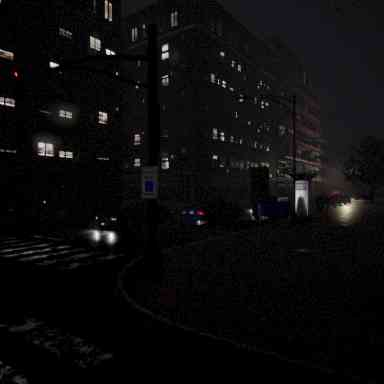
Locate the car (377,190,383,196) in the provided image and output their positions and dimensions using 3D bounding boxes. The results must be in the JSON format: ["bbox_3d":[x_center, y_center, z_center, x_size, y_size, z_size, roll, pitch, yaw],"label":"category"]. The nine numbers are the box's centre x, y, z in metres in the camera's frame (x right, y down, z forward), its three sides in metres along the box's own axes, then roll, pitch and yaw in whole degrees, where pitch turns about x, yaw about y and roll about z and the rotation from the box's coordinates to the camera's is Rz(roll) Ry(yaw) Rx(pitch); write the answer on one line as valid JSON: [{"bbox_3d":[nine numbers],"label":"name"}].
[{"bbox_3d":[45.135,0.315,78.889,1.802,1.307,4.206,1,1,36],"label":"car"}]

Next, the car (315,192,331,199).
[{"bbox_3d":[25.724,0.621,65.265,1.802,1.307,4.206,1,1,36],"label":"car"}]

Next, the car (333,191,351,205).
[{"bbox_3d":[18.861,0.923,42.091,1.947,1.339,4.313,1,1,36],"label":"car"}]

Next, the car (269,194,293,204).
[{"bbox_3d":[12.601,0.933,46.885,1.802,1.307,4.206,1,1,36],"label":"car"}]

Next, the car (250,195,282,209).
[{"bbox_3d":[8.217,1.066,36.519,1.994,1.385,4.181,0,1,35],"label":"car"}]

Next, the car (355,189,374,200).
[{"bbox_3d":[28.714,0.564,55.888,1.967,1.590,4.097,1,1,36],"label":"car"}]

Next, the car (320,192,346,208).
[{"bbox_3d":[15.576,0.979,37.490,1.887,1.381,4.507,1,1,36],"label":"car"}]

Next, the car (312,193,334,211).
[{"bbox_3d":[12.292,1.078,32.891,1.947,1.339,4.313,1,1,36],"label":"car"}]

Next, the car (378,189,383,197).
[{"bbox_3d":[41.851,0.356,74.289,1.887,1.381,4.507,1,1,36],"label":"car"}]

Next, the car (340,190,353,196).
[{"bbox_3d":[38.848,0.278,83.644,2.008,1.369,4.403,1,1,36],"label":"car"}]

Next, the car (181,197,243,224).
[{"bbox_3d":[1.440,1.266,22.123,2.033,1.411,5.357,0,1,36],"label":"car"}]

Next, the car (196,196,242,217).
[{"bbox_3d":[2.418,1.165,28.398,1.812,1.442,4.674,0,1,35],"label":"car"}]

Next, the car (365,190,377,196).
[{"bbox_3d":[44.241,0.216,82.067,1.994,1.385,4.181,0,1,36],"label":"car"}]

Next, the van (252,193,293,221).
[{"bbox_3d":[5.724,1.009,23.687,1.690,1.788,3.998,1,1,36],"label":"van"}]

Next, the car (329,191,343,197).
[{"bbox_3d":[32.286,0.428,74.454,1.887,1.381,4.507,1,1,36],"label":"car"}]

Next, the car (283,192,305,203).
[{"bbox_3d":[15.783,0.801,51.341,1.752,1.417,4.829,1,1,36],"label":"car"}]

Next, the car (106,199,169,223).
[{"bbox_3d":[-3.804,1.283,23.909,1.887,1.381,4.507,1,1,36],"label":"car"}]

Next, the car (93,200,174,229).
[{"bbox_3d":[-3.335,1.323,20.343,2.033,1.411,5.357,0,1,36],"label":"car"}]

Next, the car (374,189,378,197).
[{"bbox_3d":[31.998,0.590,60.490,1.887,1.381,4.507,1,1,36],"label":"car"}]
